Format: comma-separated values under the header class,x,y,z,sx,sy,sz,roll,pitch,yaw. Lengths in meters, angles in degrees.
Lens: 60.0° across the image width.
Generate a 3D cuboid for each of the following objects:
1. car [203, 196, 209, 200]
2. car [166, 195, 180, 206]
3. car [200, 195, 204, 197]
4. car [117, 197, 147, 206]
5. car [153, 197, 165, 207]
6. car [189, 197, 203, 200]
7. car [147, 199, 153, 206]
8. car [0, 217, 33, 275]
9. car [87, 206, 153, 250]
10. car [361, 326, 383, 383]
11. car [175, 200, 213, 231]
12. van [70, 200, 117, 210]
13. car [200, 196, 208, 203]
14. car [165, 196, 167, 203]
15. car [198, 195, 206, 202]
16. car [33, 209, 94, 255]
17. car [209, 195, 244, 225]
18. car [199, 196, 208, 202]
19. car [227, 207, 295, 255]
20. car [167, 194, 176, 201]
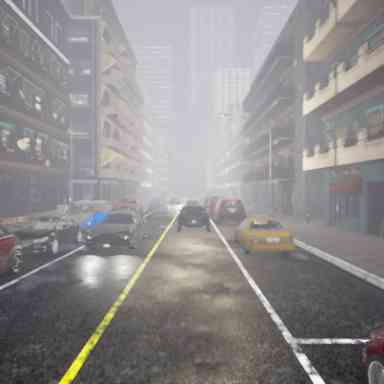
class,x,y,z,sx,sy,sz,roll,pitch,yaw
car,2.671,1.379,35.537,2.192,1.841,5.009,-1,0,0
car,-3.009,1.666,58.030,1.837,1.490,4.892,0,0,0
car,2.670,1.400,46.741,2.192,1.841,5.009,-1,0,0
car,-5.698,1.369,29.962,2.192,1.841,5.009,-1,0,0
car,-5.708,1.677,52.370,1.802,1.307,4.206,-1,0,0
car,0.094,1.641,42.851,1.994,1.385,4.181,0,0,0
car,-5.713,1.615,35.564,2.008,1.369,4.403,-1,0,0
car,-5.669,1.454,7.554,1.967,1.590,4.097,-1,0,0
car,-3.103,1.574,14.755,2.033,1.411,5.357,0,0,0
car,2.681,1.586,1.924,1.802,1.307,4.206,-1,0,0
car,0.099,1.515,21.044,1.882,1.535,5.008,0,0,0
van,-5.672,1.375,18.758,1.690,1.788,3.998,-1,0,0
car,2.668,1.663,74.921,1.752,1.417,4.829,-1,0,0
car,-5.709,1.688,57.972,1.802,1.307,4.206,-1,0,0
car,2.664,1.599,85.955,1.967,1.590,4.097,-1,0,0
car,-5.669,1.574,13.155,2.008,1.369,4.403,-1,0,0
car,2.673,1.359,24.333,2.192,1.841,5.009,-1,0,0
car,2.667,1.714,80.353,1.947,1.339,4.313,-1,0,0
car,2.678,1.549,13.299,1.752,1.417,4.829,-1,0,0
car,-5.718,1.485,91.585,2.192,1.841,5.009,-1,0,0
